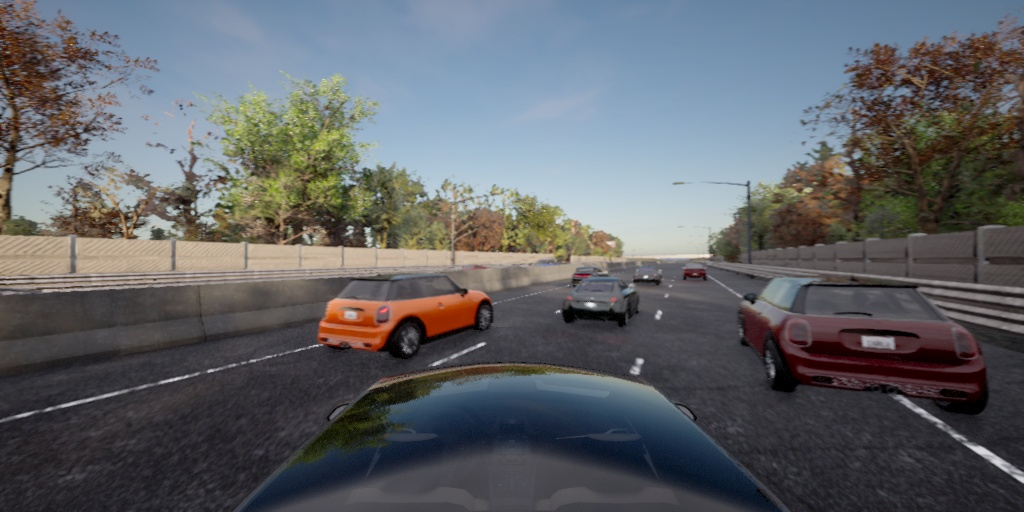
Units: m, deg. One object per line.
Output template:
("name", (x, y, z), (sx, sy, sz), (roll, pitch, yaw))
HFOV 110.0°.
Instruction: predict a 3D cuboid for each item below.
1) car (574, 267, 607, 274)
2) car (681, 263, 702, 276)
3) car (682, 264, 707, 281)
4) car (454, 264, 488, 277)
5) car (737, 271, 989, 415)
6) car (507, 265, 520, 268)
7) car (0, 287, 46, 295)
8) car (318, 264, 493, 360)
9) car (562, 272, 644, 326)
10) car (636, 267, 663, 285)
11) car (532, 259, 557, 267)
("car", (5.636, 1.484, 25.705), (1.837, 1.490, 4.892), (-1, 0, 25))
("car", (21.516, 1.611, 43.096), (2.033, 1.411, 5.357), (-1, -1, 26))
("car", (17.185, 1.464, 33.800), (1.882, 1.535, 5.008), (-1, -1, 26))
("car", (-5.022, 1.742, 44.561), (1.882, 1.535, 5.008), (-1, -1, 25))
("car", (5.485, 1.114, 6.407), (2.097, 1.767, 4.553), (-1, -1, 25))
("car", (0.359, 1.827, 47.744), (1.994, 1.385, 4.181), (-1, -1, 25))
("car", (-14.014, 1.497, 9.208), (1.994, 1.385, 4.181), (-1, -1, 25))
("car", (-2.274, 1.200, 9.000), (2.097, 1.767, 4.553), (-1, -1, 25))
("car", (3.154, 1.409, 12.283), (1.994, 1.385, 4.181), (-1, -1, 25))
("car", (10.799, 1.535, 28.436), (1.994, 1.385, 4.181), (-1, -1, 25))
("car", (4.374, 1.460, 48.055), (2.150, 2.045, 5.566), (-1, -1, 25))
